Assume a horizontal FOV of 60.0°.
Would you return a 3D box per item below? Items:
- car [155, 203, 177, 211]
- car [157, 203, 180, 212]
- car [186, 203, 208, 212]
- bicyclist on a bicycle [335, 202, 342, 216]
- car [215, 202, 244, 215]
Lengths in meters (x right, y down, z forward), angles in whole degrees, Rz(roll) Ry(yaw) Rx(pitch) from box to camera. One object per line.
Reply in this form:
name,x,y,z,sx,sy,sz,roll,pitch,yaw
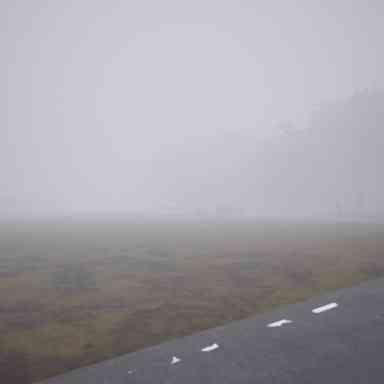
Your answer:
car,-5.283,2.985,66.679,2.128,1.511,4.902,-1,-1,-35
car,-4.141,2.644,60.335,1.882,1.535,5.008,-1,-1,-35
car,0.796,2.700,58.233,1.882,1.535,5.008,-1,-1,-35
bicyclist on a bicycle,17.589,2.068,39.961,1.656,1.620,0.582,0,-1,-35
car,5.256,2.303,46.988,2.097,1.767,4.553,-1,-1,-35
